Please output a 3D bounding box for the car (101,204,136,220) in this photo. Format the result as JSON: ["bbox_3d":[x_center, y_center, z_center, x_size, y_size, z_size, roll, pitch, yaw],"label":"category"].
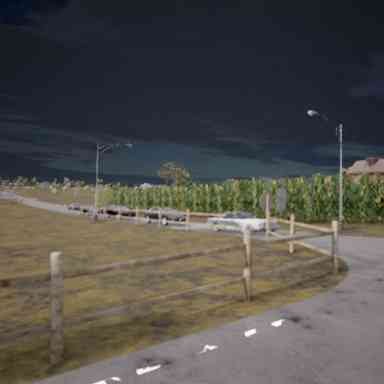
[{"bbox_3d":[-7.800,2.176,36.174,1.882,1.535,5.008,3,-3,-35],"label":"car"}]

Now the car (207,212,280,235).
[{"bbox_3d":[3.130,1.909,20.841,1.895,1.301,4.718,3,-3,-37],"label":"car"}]

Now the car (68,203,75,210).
[{"bbox_3d":[-20.761,2.584,59.502,1.994,1.385,4.181,3,-1,-35],"label":"car"}]

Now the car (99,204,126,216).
[{"bbox_3d":[-11.043,2.439,45.818,1.882,1.535,5.008,3,-2,-35],"label":"car"}]

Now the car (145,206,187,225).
[{"bbox_3d":[-2.315,2.011,28.443,1.837,1.490,4.892,3,-3,-35],"label":"car"}]

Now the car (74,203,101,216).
[{"bbox_3d":[-13.509,2.347,44.265,2.128,1.511,4.902,3,-2,-35],"label":"car"}]
